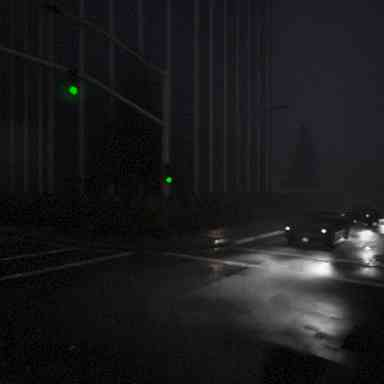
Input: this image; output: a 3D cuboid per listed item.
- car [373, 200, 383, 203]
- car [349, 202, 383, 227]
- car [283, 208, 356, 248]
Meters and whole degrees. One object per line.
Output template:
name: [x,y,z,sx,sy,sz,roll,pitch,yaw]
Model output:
car: [17.750,1.484,31.215,2.128,1.511,4.902,0,0,37]
car: [11.749,1.594,23.119,1.895,1.301,4.718,0,0,36]
car: [5.812,1.594,15.077,1.895,1.301,4.718,0,0,36]
